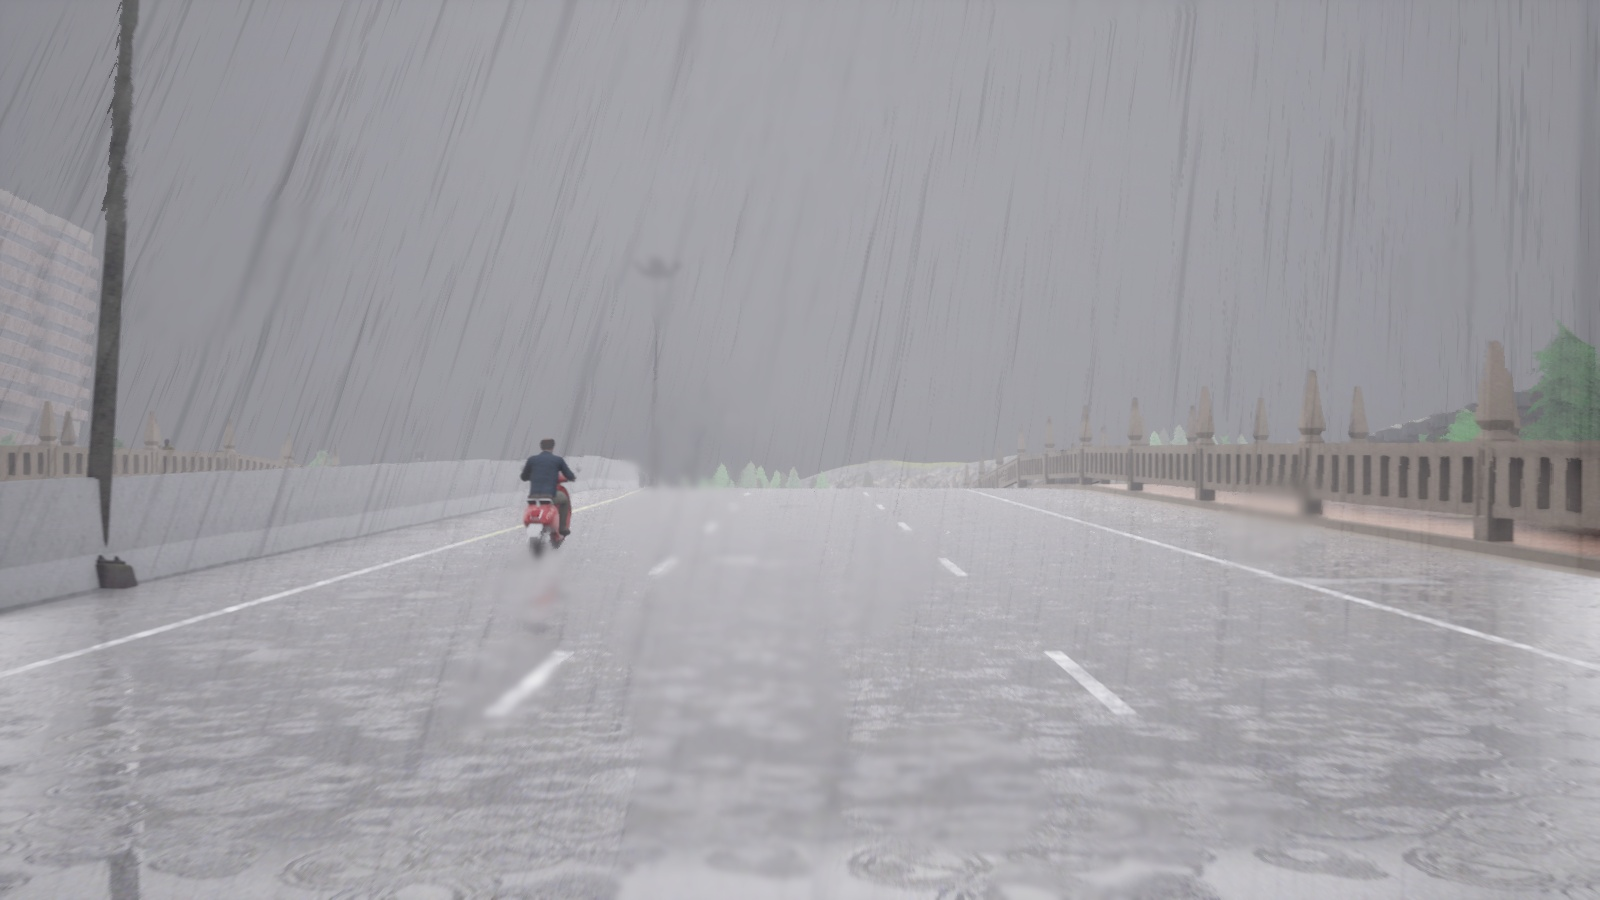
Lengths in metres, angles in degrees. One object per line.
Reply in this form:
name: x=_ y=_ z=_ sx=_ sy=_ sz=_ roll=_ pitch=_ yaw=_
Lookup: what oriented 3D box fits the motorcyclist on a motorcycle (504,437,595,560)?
motorcyclist on a motorcycle: x=-3.385 y=0.628 z=17.131 sx=0.866 sy=1.590 sz=1.817 roll=0 pitch=0 yaw=0
